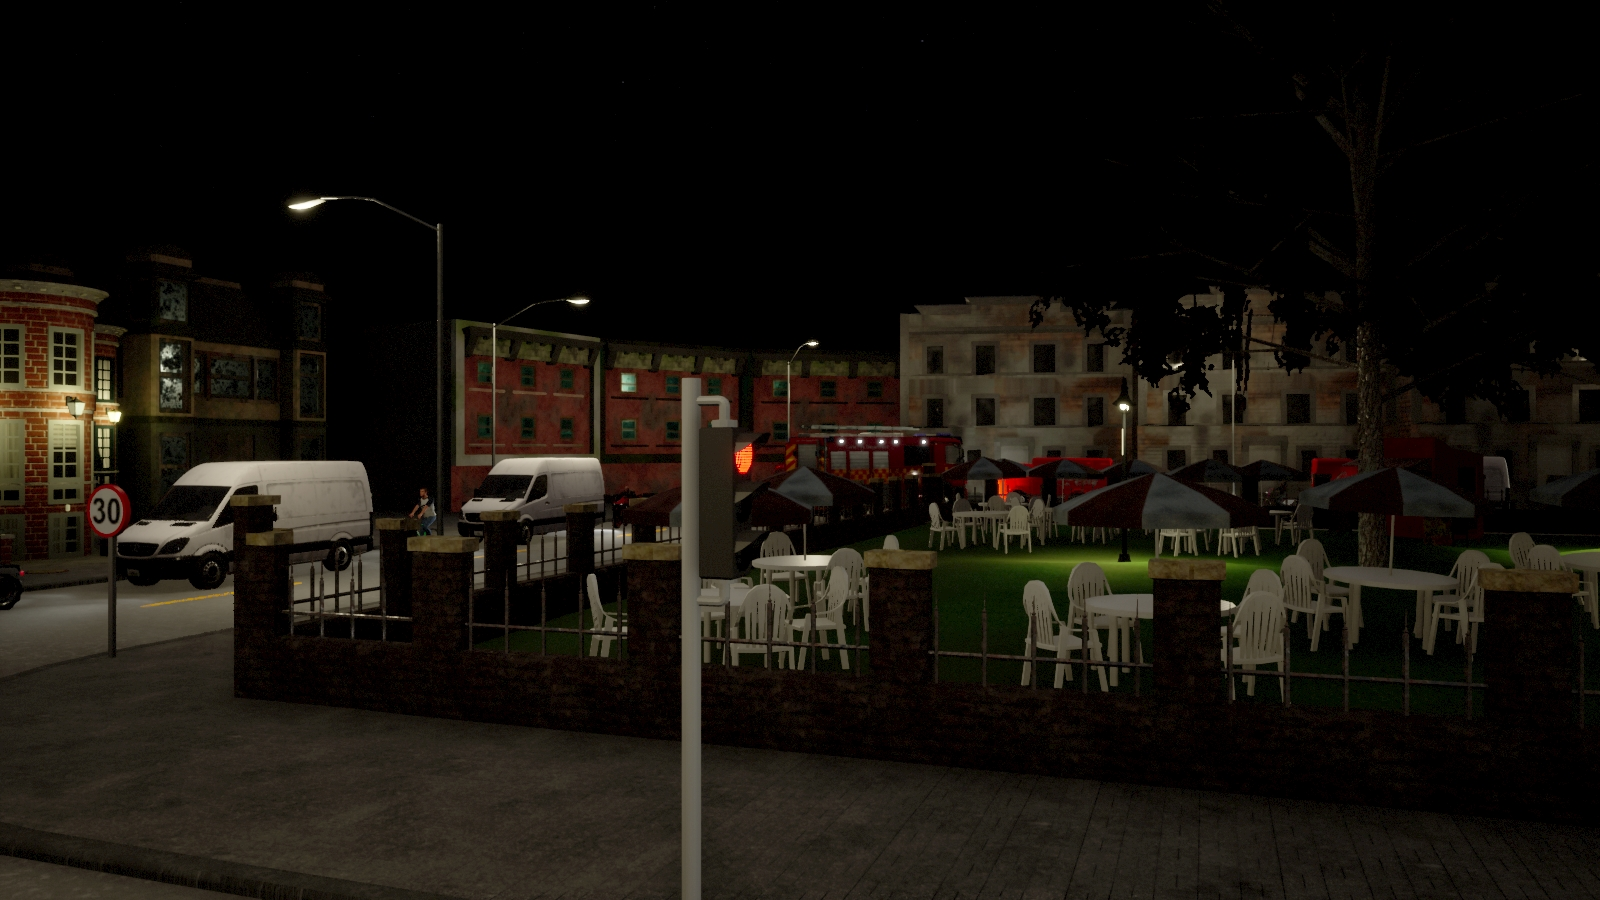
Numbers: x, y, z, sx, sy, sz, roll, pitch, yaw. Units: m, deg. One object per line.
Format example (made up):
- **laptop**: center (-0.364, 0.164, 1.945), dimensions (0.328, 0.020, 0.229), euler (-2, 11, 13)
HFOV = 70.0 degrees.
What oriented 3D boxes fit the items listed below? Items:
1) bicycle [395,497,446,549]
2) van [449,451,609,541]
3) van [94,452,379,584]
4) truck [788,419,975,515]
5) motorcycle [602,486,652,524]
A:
- **bicycle**: center (-10.162, 1.936, 30.641), dimensions (0.373, 1.296, 1.643), euler (0, 0, 20)
- **van**: center (-8.336, 1.314, 35.864), dimensions (1.988, 2.561, 5.915), euler (0, 0, 20)
- **van**: center (-12.115, 1.315, 25.192), dimensions (1.988, 2.561, 5.915), euler (0, 0, 20)
- **truck**: center (3.649, 0.672, 49.314), dimensions (8.468, 3.827, 2.891), euler (0, 0, -40)
- **motorcycle**: center (-6.279, 1.985, 41.598), dimensions (0.867, 1.251, 2.209), euler (0, 0, 20)
